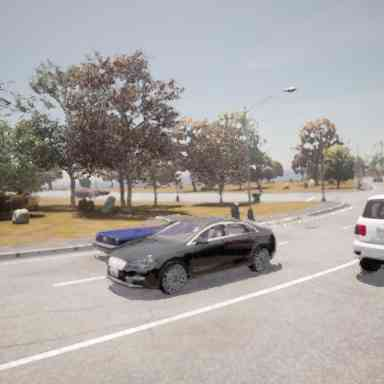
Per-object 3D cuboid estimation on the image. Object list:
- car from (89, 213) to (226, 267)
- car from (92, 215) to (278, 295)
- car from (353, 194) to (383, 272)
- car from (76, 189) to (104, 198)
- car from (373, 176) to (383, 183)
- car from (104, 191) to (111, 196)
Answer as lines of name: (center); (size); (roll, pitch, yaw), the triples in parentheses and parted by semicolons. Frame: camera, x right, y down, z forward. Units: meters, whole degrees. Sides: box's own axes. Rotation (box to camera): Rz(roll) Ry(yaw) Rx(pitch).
car: (-1.099, 1.560, 12.138); (4.718, 1.301, 1.895); (-1, 0, -39)
car: (0.219, 1.447, 8.758); (4.902, 1.511, 2.128); (-1, 0, -39)
car: (6.522, 1.057, 9.174); (5.566, 2.045, 2.150); (-1, 0, -41)
car: (-18.092, 0.234, 57.531); (4.674, 1.442, 1.812); (1, 4, 29)
car: (42.287, -2.933, 75.495); (1.837, 1.490, 4.892); (-2, 2, 25)
car: (-17.229, 0.065, 61.057); (4.718, 1.301, 1.895); (1, 4, 29)
